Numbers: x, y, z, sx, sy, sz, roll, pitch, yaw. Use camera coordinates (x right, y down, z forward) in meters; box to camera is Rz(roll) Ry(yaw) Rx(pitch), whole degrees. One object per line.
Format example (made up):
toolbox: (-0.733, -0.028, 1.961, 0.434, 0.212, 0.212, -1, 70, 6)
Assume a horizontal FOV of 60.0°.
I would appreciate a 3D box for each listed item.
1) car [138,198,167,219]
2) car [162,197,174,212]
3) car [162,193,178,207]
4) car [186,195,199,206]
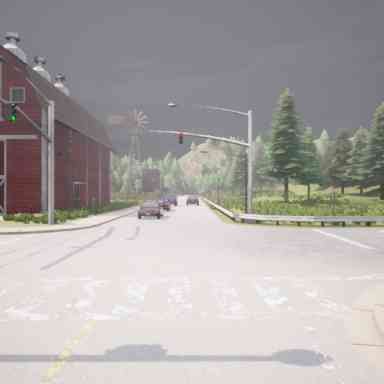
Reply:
car: (-3.545, 1.526, 29.186, 1.812, 1.442, 4.674, 0, 0, 0)
car: (-3.526, 1.601, 39.292, 1.895, 1.301, 4.718, 0, 0, 0)
car: (-3.485, 1.223, 53.160, 2.150, 2.045, 5.566, 0, 0, 0)
car: (0.105, 1.352, 55.591, 2.097, 1.767, 4.553, 0, 0, 0)
